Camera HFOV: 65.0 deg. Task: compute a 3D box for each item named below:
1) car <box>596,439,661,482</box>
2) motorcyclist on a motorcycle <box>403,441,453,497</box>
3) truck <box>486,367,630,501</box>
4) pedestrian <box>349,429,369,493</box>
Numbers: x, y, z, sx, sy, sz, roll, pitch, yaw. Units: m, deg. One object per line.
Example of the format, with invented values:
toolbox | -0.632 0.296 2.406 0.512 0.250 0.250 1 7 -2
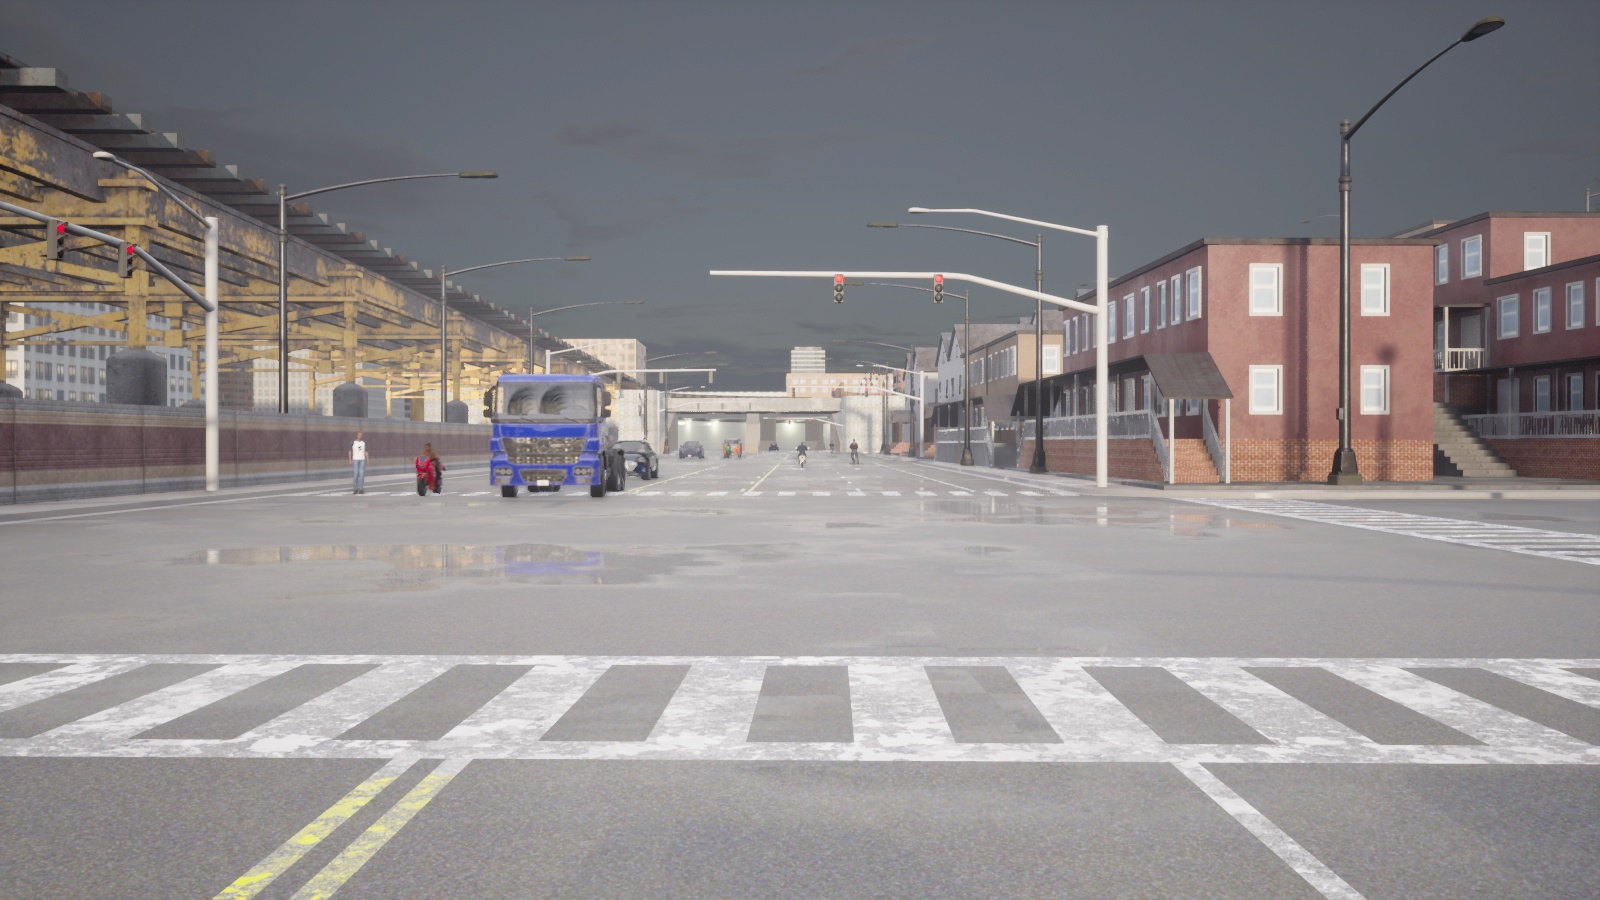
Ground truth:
car | -6.900 0.383 50.987 2.033 1.649 4.856 0 0 0
motorcyclist on a motorcycle | -10.427 0.521 35.232 0.797 1.523 2.044 0 0 0
truck | -6.800 -0.447 36.500 2.891 3.462 7.936 0 0 -2
pedestrian | -12.760 0.316 36.349 0.354 1.836 0.706 0 0 -35
